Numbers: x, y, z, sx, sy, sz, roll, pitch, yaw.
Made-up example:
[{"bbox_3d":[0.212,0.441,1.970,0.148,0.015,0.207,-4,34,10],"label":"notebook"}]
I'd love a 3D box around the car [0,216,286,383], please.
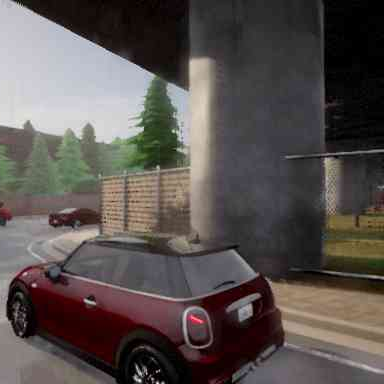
[{"bbox_3d":[-1.012,1.428,5.168,4.553,1.767,2.097,-1,-1,40],"label":"car"}]

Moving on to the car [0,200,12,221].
[{"bbox_3d":[-16.054,1.649,24.394,2.150,2.045,5.566,-1,-1,19],"label":"car"}]

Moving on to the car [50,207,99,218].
[{"bbox_3d":[-8.283,1.867,24.865,1.882,1.535,5.008,-1,-1,24],"label":"car"}]
